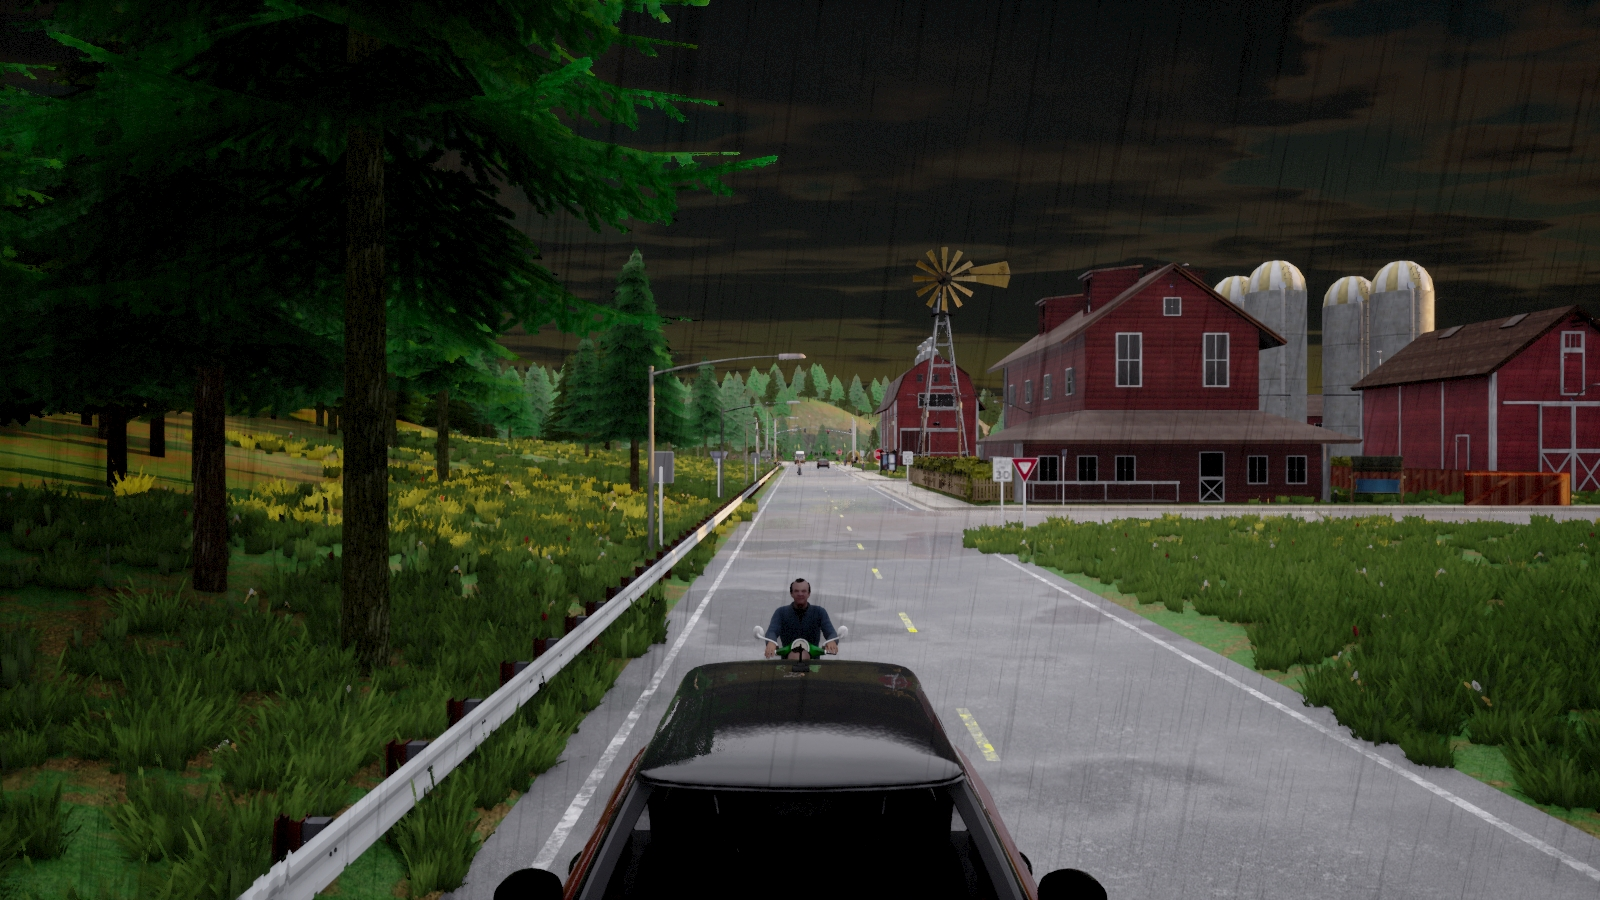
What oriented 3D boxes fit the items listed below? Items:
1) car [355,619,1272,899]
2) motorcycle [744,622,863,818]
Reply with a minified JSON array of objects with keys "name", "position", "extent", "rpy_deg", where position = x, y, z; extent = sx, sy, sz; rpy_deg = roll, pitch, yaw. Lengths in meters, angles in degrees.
[{"name":"car","position":[0.032,1.899,4.503],"extent":[2.097,1.767,4.553],"rpy_deg":[0,0,0]},{"name":"motorcycle","position":[0.026,2.229,9.842],"extent":[0.867,1.251,2.209],"rpy_deg":[-2,-3,0]}]
